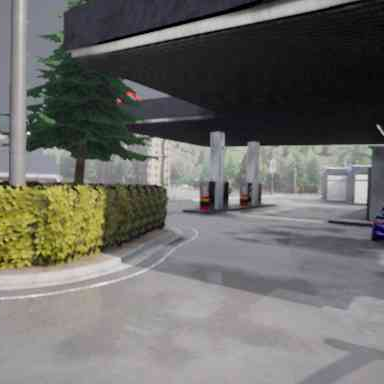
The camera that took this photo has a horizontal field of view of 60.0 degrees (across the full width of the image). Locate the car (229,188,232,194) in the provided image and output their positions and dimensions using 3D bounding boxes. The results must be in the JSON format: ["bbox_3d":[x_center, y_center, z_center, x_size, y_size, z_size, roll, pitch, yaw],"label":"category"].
[{"bbox_3d":[6.025,-0.402,68.489,4.514,1.523,2.007,3,2,35],"label":"car"}]

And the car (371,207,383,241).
[{"bbox_3d":[9.789,1.419,15.506,2.242,1.667,4.611,3,2,35],"label":"car"}]

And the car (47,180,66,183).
[{"bbox_3d":[-27.388,-1.491,65.617,3.866,1.878,1.905,3,2,35],"label":"car"}]

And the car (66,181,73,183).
[{"bbox_3d":[-26.060,-1.512,68.234,4.605,1.855,1.932,3,2,35],"label":"car"}]

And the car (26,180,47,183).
[{"bbox_3d":[-17.729,-0.328,35.411,3.866,1.878,1.905,3,2,35],"label":"car"}]

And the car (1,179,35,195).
[{"bbox_3d":[-22.288,-0.646,42.610,4.605,1.855,1.932,3,2,35],"label":"car"}]
